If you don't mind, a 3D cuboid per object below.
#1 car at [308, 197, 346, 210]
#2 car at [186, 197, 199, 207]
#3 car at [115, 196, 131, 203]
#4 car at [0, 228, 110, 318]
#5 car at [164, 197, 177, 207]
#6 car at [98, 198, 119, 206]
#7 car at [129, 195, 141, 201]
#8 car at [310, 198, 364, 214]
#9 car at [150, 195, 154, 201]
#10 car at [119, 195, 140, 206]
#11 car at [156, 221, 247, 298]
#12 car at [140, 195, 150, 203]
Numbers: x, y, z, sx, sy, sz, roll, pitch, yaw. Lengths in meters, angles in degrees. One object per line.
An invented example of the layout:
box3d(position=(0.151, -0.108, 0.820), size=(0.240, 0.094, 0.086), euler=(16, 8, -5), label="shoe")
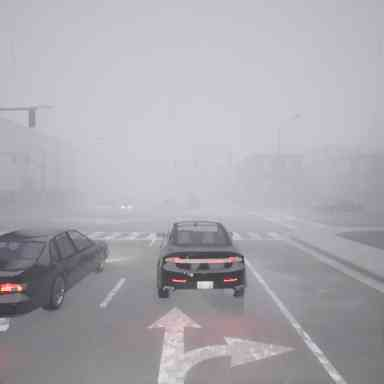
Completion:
box3d(position=(15.944, 1.352, 38.777), size=(4.553, 1.767, 2.097), euler=(0, 0, 0), label="car")
box3d(position=(0.094, 1.477, 52.566), size=(1.882, 1.535, 5.008), euler=(0, 0, 0), label="car")
box3d(position=(-14.008, 1.546, 67.915), size=(2.033, 1.411, 5.357), euler=(0, 0, 0), label="car")
box3d(position=(-3.432, 1.547, 7.712), size=(2.033, 1.411, 5.357), euler=(0, 0, 0), label="car")
box3d(position=(-3.420, 1.525, 52.023), size=(1.812, 1.442, 4.674), euler=(0, 0, 0), label="car")
box3d(position=(-14.084, 1.600, 55.291), size=(1.895, 1.301, 4.718), euler=(0, 0, 0), label="car")
box3d(position=(-14.010, 1.537, 82.236), size=(2.033, 1.411, 5.357), euler=(0, 0, 0), label="car")
box3d(position=(15.472, 1.600, 35.274), size=(4.718, 1.301, 1.895), euler=(0, 0, 0), label="car")
box3d(position=(-10.510, 1.520, 81.894), size=(2.128, 1.511, 4.902), euler=(0, 0, 0), label="car")
box3d(position=(-10.582, 1.491, 56.094), size=(2.128, 1.511, 4.902), euler=(0, 0, 0), label="car")
box3d(position=(0.114, 1.491, 8.517), size=(2.128, 1.511, 4.902), euler=(0, 0, -3), label="car")
box3d(position=(-10.508, 1.351, 68.650), size=(2.097, 1.767, 4.553), euler=(0, 0, 0), label="car")
